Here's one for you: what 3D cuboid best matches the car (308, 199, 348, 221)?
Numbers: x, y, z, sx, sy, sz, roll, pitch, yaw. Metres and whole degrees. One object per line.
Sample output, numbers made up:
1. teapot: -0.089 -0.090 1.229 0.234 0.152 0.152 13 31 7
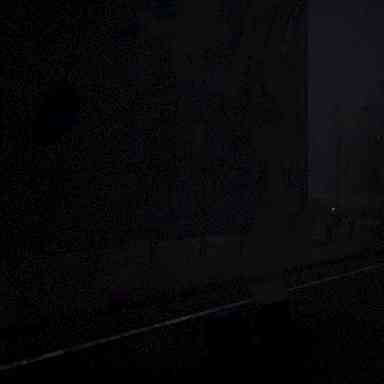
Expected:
1. car: 10.341 1.337 27.259 2.097 1.767 4.553 0 0 -35
